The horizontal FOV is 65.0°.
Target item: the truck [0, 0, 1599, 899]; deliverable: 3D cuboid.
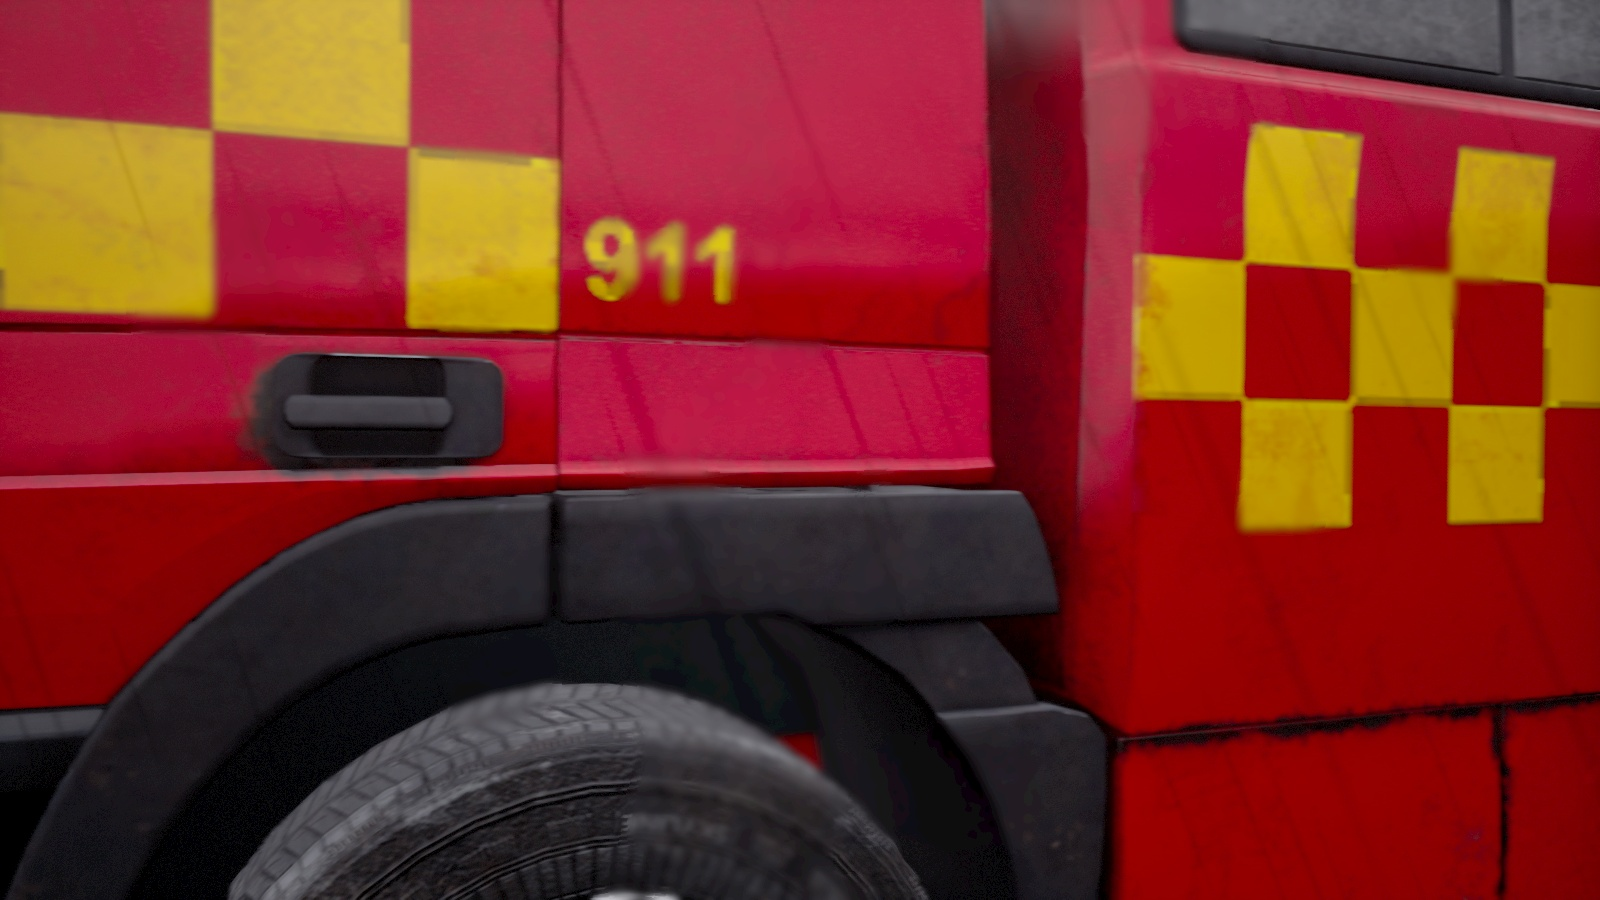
[{"bbox_3d":[1.178,-0.428,3.672,8.468,3.827,2.891,-1,1,-21],"label":"truck"}]
